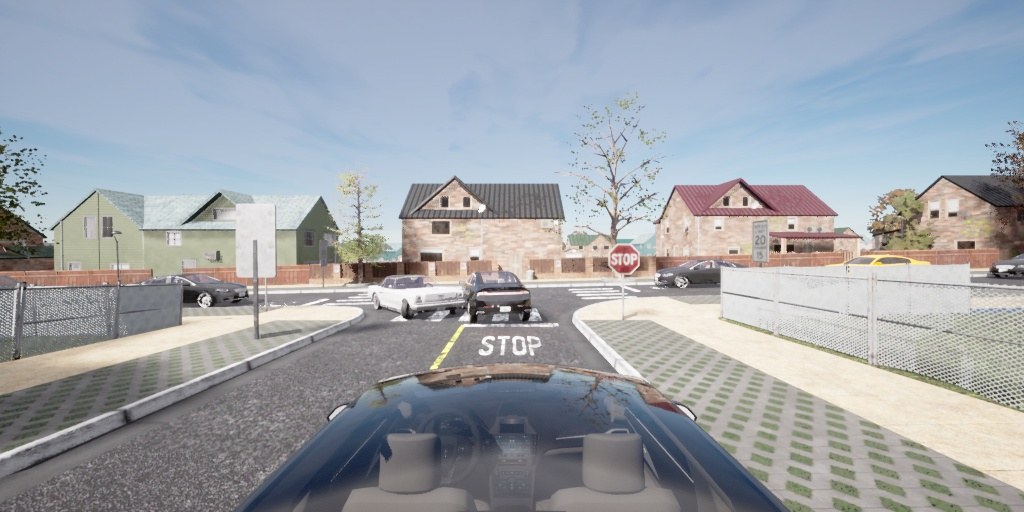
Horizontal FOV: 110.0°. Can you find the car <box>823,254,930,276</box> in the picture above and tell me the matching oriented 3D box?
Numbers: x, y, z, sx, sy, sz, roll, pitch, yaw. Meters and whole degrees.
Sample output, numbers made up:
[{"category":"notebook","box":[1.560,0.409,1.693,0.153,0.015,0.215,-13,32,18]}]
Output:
[{"category":"car","box":[19.759,0.690,19.624,5.008,1.535,1.882,-1,1,-1]}]

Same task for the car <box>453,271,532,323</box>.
[{"category":"car","box":[-0.687,1.243,12.177,2.128,1.511,4.902,0,0,-12]}]

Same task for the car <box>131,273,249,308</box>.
[{"category":"car","box":[-14.904,1.567,16.531,4.902,1.511,2.128,-1,1,0]}]

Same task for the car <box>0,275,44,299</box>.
[{"category":"car","box":[-24.241,1.648,16.489,4.553,1.767,2.097,-1,1,0]}]

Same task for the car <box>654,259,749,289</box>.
[{"category":"car","box":[10.328,0.926,19.587,4.902,1.511,2.128,-1,1,0]}]

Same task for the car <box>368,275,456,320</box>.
[{"category":"car","box":[-3.603,1.368,13.036,1.895,1.301,4.718,0,0,-38]}]

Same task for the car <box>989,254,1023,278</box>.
[{"category":"car","box":[29.383,0.478,19.662,4.902,1.511,2.128,-1,1,0]}]
